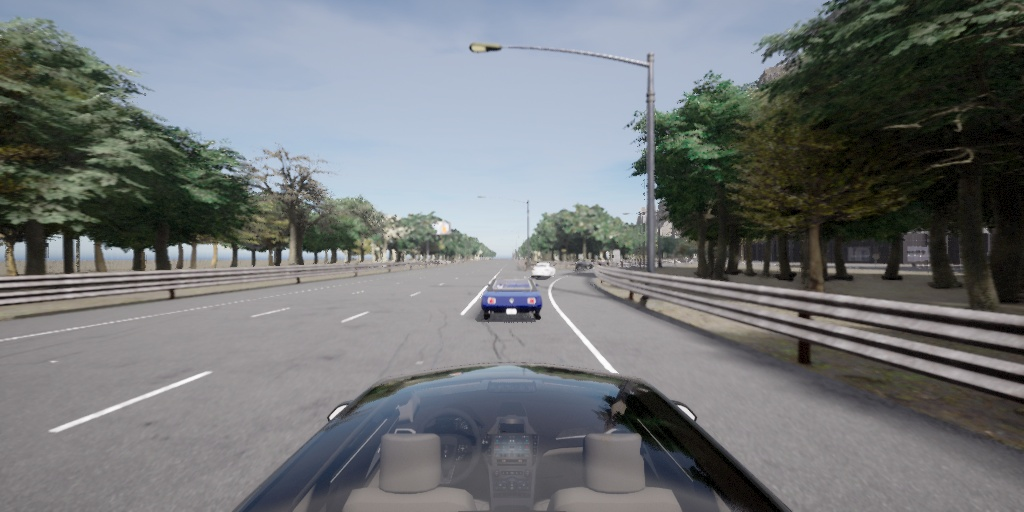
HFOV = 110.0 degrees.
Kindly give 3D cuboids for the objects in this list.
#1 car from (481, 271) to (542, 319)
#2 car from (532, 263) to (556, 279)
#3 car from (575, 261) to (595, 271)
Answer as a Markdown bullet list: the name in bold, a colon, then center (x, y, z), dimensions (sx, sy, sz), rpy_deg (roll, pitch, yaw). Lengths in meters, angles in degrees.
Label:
- **car**: center (0.043, 1.397, 13.050), dimensions (1.895, 1.301, 4.718), rpy_deg (0, 0, 1)
- **car**: center (3.108, 1.410, 34.715), dimensions (1.812, 1.442, 4.674), rpy_deg (0, 0, 15)
- **car**: center (11.038, 1.463, 54.122), dimensions (1.837, 1.490, 4.892), rpy_deg (-1, -1, 29)
